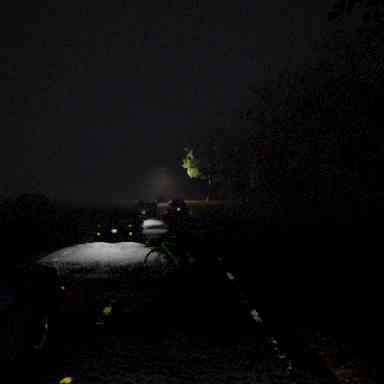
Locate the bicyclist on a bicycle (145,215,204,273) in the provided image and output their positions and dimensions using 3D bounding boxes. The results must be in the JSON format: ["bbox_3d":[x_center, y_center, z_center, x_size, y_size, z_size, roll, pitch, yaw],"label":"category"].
[{"bbox_3d":[-0.499,1.454,9.277,1.656,1.620,0.582,-1,0,-3],"label":"bicyclist on a bicycle"}]

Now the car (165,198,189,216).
[{"bbox_3d":[-1.337,1.556,32.521,1.994,1.385,4.181,0,0,-3],"label":"car"}]

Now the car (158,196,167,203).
[{"bbox_3d":[-5.598,1.447,61.691,1.882,1.535,5.008,0,0,-2],"label":"car"}]

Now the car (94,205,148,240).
[{"bbox_3d":[-3.568,1.563,16.890,1.994,1.385,4.181,0,0,-3],"label":"car"}]

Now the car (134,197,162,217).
[{"bbox_3d":[-4.166,1.486,30.594,2.128,1.511,4.902,0,0,-2],"label":"car"}]

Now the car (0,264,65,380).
[{"bbox_3d":[-2.942,1.548,3.280,2.033,1.411,5.357,0,0,-3],"label":"car"}]
